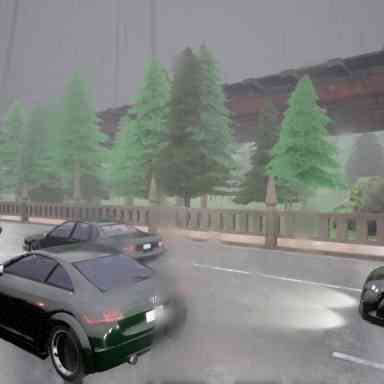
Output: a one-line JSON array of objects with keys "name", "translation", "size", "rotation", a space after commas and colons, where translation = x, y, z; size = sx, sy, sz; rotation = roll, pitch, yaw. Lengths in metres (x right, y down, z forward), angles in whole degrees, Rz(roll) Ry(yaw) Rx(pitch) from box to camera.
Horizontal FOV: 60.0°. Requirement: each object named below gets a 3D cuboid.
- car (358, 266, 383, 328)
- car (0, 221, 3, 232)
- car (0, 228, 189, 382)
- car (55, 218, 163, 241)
[{"name": "car", "translation": [4.793, 1.564, 4.869], "size": [4.181, 1.385, 1.994], "rotation": [0, 0, 36]}, {"name": "car", "translation": [-11.419, 1.547, 16.466], "size": [5.357, 1.411, 2.033], "rotation": [0, 0, 36]}, {"name": "car", "translation": [-2.113, 1.564, 5.511], "size": [4.181, 1.385, 1.994], "rotation": [0, 0, 35]}, {"name": "car", "translation": [-3.273, 1.547, 10.648], "size": [5.357, 1.411, 2.033], "rotation": [0, 0, 36]}]
